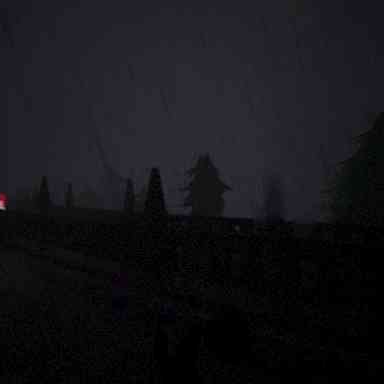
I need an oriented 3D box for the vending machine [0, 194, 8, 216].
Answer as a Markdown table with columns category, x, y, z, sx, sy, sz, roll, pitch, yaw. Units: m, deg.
| category | x | y | z | sx | sy | sz | roll | pitch | yaw |
| --- | --- | --- | --- | --- | --- | --- | --- | --- | --- |
| vending machine | -18.176 | 1.226 | 31.723 | 1.100 | 2.100 | 0.880 | 0 | 0 | -29 |
